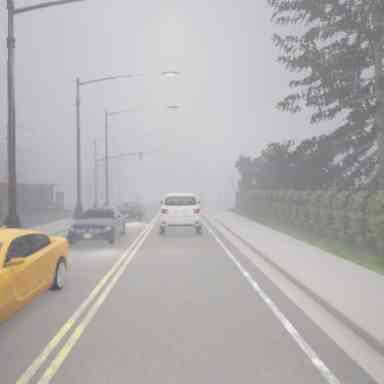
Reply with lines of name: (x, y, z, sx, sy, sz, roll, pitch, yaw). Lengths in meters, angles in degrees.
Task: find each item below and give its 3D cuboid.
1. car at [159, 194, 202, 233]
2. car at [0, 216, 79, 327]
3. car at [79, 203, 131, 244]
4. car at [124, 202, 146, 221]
car: (-0.668, 1.099, 18.844, 2.150, 2.045, 5.566, 0, 0, -3)
car: (-3.813, 1.464, 6.038, 1.882, 1.535, 5.008, 0, 0, -2)
car: (-4.209, 1.452, 15.408, 1.812, 1.442, 4.674, 0, 0, -3)
car: (-4.631, 1.427, 25.294, 1.994, 1.385, 4.181, 0, 0, -2)
